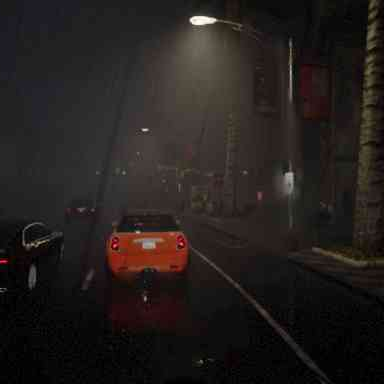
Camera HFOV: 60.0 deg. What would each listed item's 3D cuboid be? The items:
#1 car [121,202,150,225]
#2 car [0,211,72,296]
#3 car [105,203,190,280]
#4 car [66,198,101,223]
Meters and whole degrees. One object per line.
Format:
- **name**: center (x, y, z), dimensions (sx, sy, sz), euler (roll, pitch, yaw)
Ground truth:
- **car**: center (-4.190, 1.474, 24.084), dimensions (1.895, 1.301, 4.718), euler (0, 0, -12)
- **car**: center (-4.555, 1.461, 8.379), dimensions (1.837, 1.490, 4.892), euler (0, 0, -9)
- **car**: center (-1.372, 1.298, 10.099), dimensions (2.097, 1.767, 4.553), euler (0, 0, -9)
- **car**: center (-7.747, 1.226, 23.943), dimensions (2.097, 1.767, 4.553), euler (0, 0, -12)
